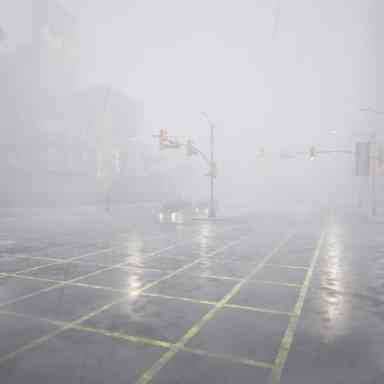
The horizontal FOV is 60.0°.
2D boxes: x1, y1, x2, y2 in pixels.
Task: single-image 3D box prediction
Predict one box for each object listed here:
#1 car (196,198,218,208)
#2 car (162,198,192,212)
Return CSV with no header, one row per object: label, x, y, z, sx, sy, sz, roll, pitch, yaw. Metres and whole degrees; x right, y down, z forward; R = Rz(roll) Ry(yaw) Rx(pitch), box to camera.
car,2.279,1.601,48.694,1.895,1.301,4.718,0,0,23
car,-1.704,1.478,39.288,1.882,1.535,5.008,0,0,25
